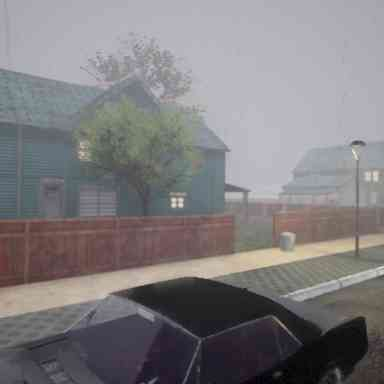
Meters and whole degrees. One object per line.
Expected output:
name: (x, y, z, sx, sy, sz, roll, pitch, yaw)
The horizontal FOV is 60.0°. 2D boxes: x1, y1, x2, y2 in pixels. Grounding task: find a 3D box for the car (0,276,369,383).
car: (-0.301, 1.617, 2.972, 4.718, 1.301, 1.895, 1, -1, -41)
